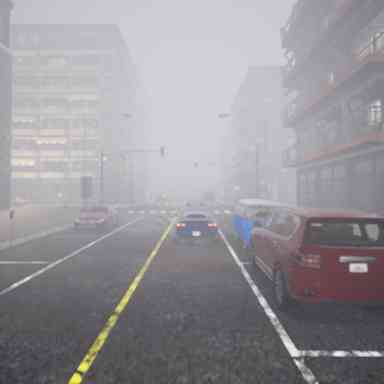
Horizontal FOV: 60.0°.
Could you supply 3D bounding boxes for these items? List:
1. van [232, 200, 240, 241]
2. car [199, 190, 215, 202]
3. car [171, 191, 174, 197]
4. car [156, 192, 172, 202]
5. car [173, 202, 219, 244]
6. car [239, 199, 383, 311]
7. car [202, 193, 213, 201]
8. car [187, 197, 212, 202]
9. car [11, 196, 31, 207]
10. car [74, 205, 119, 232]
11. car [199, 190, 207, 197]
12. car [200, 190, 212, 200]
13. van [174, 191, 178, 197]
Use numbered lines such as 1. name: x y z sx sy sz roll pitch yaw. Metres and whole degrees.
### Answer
1. van: 2.609 1.200 13.069 1.690 1.788 3.998 1 1 0
2. car: 2.829 0.735 56.778 2.192 1.841 5.009 1 1 0
3. car: -5.032 0.932 62.329 1.947 1.339 4.313 1 1 0
4. car: -5.056 0.986 56.768 1.947 1.339 4.313 1 1 0
5. car: 0.165 1.368 14.737 1.812 1.442 4.674 0 1 0
6. car: 2.586 1.232 7.537 2.192 1.841 5.009 1 1 0
7. car: 2.849 0.890 62.509 1.752 1.417 4.829 1 1 0
8. car: 0.215 1.307 24.591 1.994 1.385 4.181 0 1 1
9. car: -24.254 1.222 44.587 4.829 1.417 1.752 0 0 0
10. car: -5.219 1.384 18.691 1.802 1.307 4.206 1 1 0
11. car: 2.967 0.464 90.135 2.192 1.841 5.009 1 0 0
12. car: 2.875 0.629 67.902 2.192 1.841 5.009 1 0 0
13. van: -4.912 0.490 90.133 1.690 1.788 3.998 1 0 0
